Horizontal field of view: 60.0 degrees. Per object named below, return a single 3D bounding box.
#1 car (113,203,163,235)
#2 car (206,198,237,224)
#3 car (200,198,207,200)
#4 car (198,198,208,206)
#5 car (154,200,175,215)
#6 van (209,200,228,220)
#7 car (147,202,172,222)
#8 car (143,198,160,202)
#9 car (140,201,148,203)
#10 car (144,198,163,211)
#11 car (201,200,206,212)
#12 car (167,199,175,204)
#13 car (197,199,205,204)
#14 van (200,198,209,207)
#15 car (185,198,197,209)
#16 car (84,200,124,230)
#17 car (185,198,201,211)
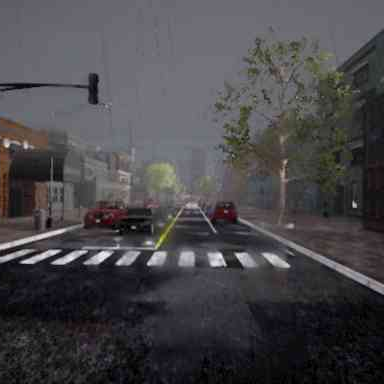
[{"bbox_3d":[-3.125,1.650,20.321,1.882,1.535,5.008,1,-1,0],"label":"car"},{"bbox_3d":[2.646,1.665,28.247,2.192,1.841,5.009,0,-1,0],"label":"car"},{"bbox_3d":[2.579,2.175,61.507,1.967,1.590,4.097,0,-1,0],"label":"car"},{"bbox_3d":[2.548,2.242,78.139,2.192,1.841,5.009,0,-1,0],"label":"car"},{"bbox_3d":[-3.146,1.964,39.900,1.994,1.385,4.181,1,-1,0],"label":"car"},{"bbox_3d":[2.635,1.755,33.790,1.690,1.788,3.998,0,-1,0],"label":"van"},{"bbox_3d":[-3.145,1.885,29.999,1.895,1.301,4.718,1,-1,0],"label":"car"},{"bbox_3d":[-5.767,1.734,44.862,2.192,1.841,5.009,0,-1,0],"label":"car"},{"bbox_3d":[-5.746,1.872,33.772,1.802,1.307,4.206,0,-1,0],"label":"car"},{"bbox_3d":[-5.777,1.798,50.406,2.192,1.841,5.009,0,-1,0],"label":"car"},{"bbox_3d":[2.612,2.094,44.875,2.008,1.369,4.403,0,-1,0],"label":"car"},{"bbox_3d":[-5.866,2.561,94.752,1.947,1.339,4.313,0,-1,0],"label":"car"},{"bbox_3d":[2.513,2.670,94.767,2.008,1.369,4.403,0,-1,0],"label":"car"},{"bbox_3d":[2.569,2.140,67.052,1.690,1.788,3.998,0,-1,0],"label":"van"},{"bbox_3d":[-0.103,2.037,60.560,2.097,1.767,4.553,1,-1,0],"label":"car"},{"bbox_3d":[-5.723,1.476,22.688,2.192,1.841,5.009,0,-1,0],"label":"car"},{"bbox_3d":[0.011,2.095,50.421,1.812,1.442,4.674,1,-1,0],"label":"car"}]
